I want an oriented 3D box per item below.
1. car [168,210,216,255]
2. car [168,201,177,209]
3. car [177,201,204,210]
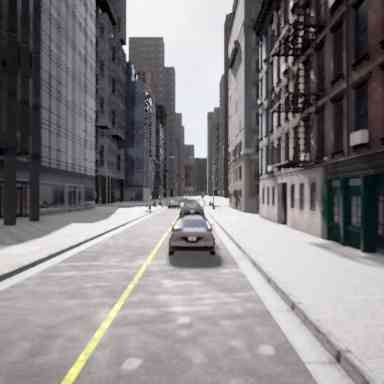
[{"bbox_3d":[0.003,1.684,13.992,2.033,1.411,5.357,0,-1,0],"label":"car"},{"bbox_3d":[-2.996,2.136,56.409,1.994,1.385,4.181,0,-1,0],"label":"car"},{"bbox_3d":[0.006,1.635,29.072,2.097,1.767,4.553,0,-1,0],"label":"car"}]
